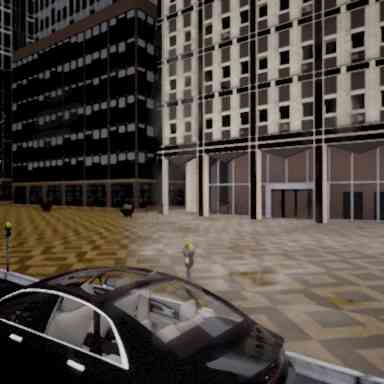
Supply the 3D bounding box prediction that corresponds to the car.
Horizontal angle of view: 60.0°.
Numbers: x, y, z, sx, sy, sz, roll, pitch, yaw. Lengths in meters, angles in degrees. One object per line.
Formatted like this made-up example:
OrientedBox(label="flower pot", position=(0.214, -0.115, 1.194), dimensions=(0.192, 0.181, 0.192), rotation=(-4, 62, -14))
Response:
OrientedBox(label="car", position=(-1.140, 1.534, 3.691), dimensions=(4.403, 1.369, 2.008), rotation=(0, 0, 35))
